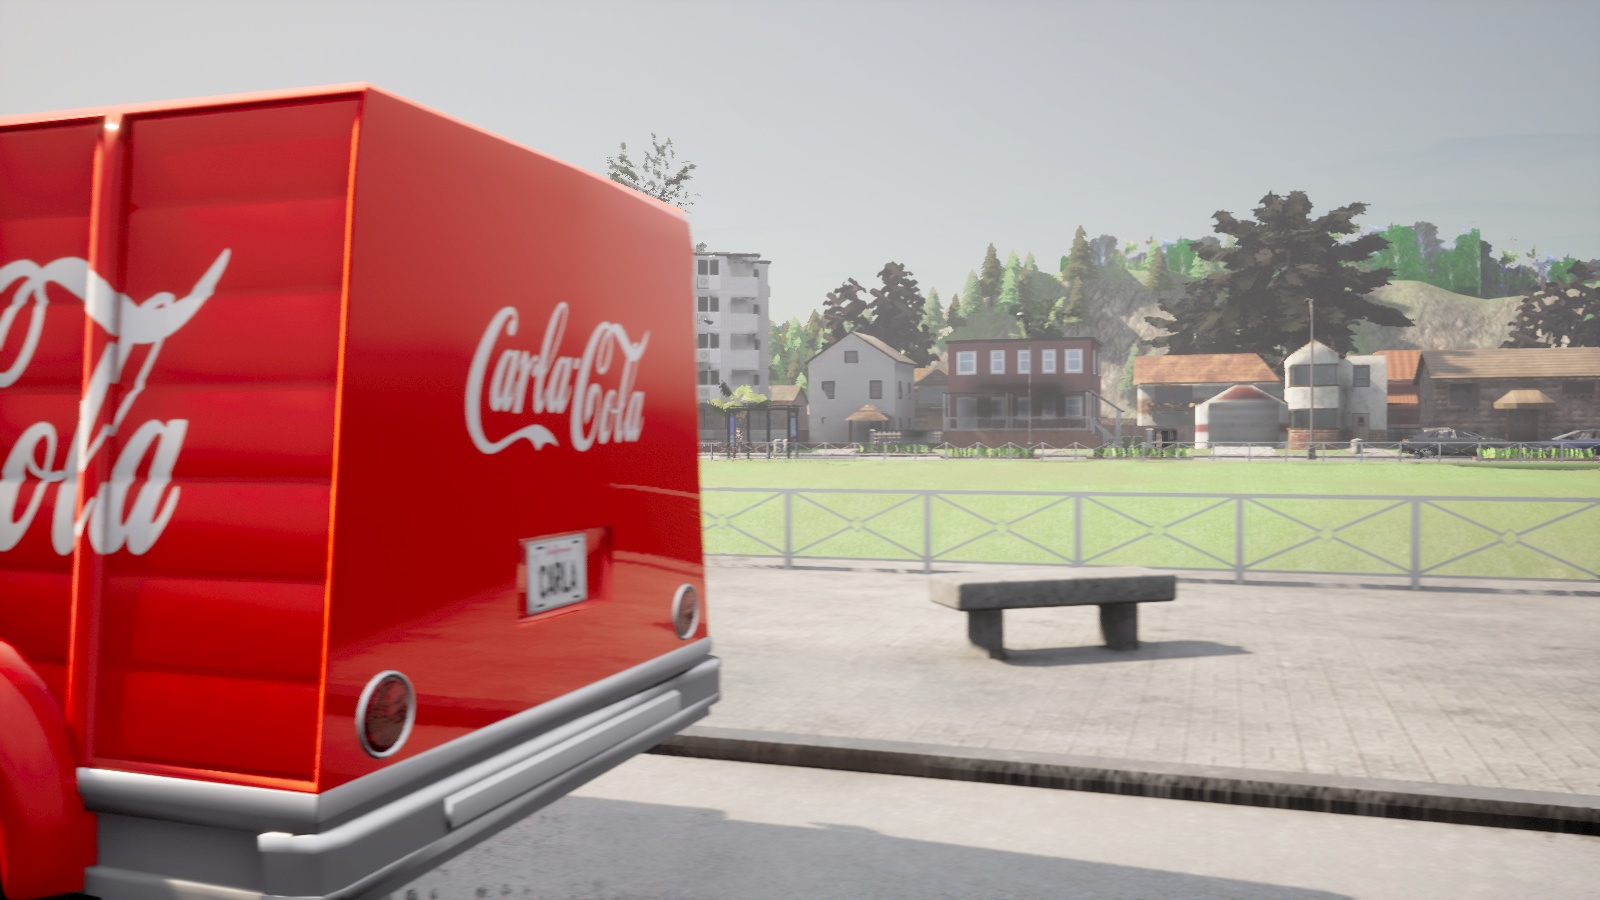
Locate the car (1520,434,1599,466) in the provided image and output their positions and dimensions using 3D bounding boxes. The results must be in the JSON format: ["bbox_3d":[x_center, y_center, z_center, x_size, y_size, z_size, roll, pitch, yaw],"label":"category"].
[{"bbox_3d":[37.568,0.001,60.389,4.792,1.488,2.163,1,1,19],"label":"car"}]

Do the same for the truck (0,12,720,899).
[{"bbox_3d":[-3.219,0.251,4.795,5.204,2.467,2.627,1,1,19],"label":"truck"}]

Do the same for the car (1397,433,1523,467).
[{"bbox_3d":[30.671,-0.039,58.489,4.902,1.511,2.128,1,1,19],"label":"car"}]
